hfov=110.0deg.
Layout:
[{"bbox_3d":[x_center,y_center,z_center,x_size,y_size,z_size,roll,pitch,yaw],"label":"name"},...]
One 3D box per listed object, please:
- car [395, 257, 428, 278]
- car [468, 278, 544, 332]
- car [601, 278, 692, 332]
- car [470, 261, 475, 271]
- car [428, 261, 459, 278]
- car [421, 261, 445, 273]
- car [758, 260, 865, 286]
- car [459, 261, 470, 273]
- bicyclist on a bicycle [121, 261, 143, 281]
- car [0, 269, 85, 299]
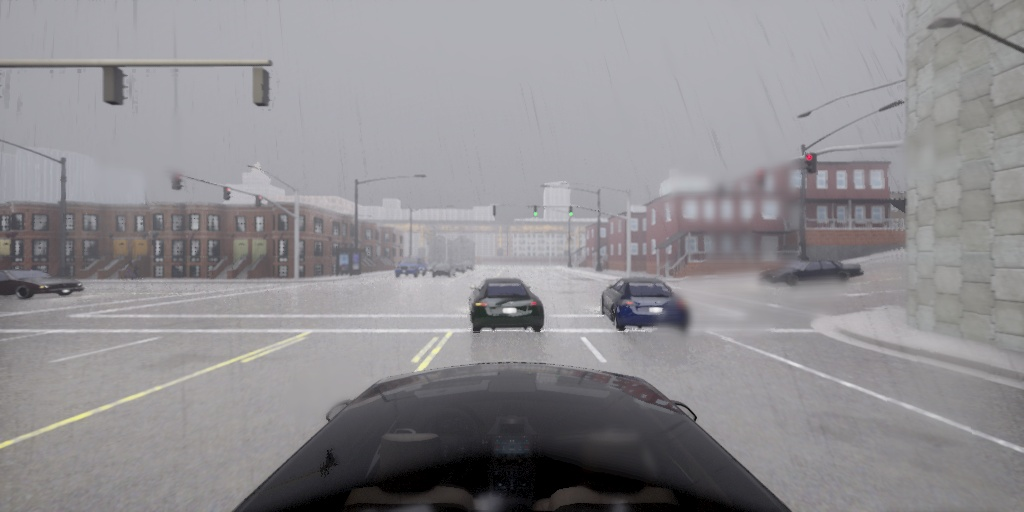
[{"bbox_3d":[-10.583,1.158,37.945,2.150,2.045,5.566,0,0,0],"label":"car"},{"bbox_3d":[-0.325,1.363,11.097,1.994,1.385,4.181,0,0,-8],"label":"car"},{"bbox_3d":[3.981,1.364,11.212,1.994,1.385,4.181,0,0,8],"label":"car"},{"bbox_3d":[-7.034,1.540,57.120,1.837,1.490,4.892,0,0,0],"label":"car"},{"bbox_3d":[-7.085,1.440,37.711,1.837,1.490,4.892,0,0,0],"label":"car"},{"bbox_3d":[-10.571,1.480,48.180,2.128,1.511,4.902,0,0,0],"label":"car"},{"bbox_3d":[18.203,0.959,21.932,5.357,1.411,2.033,-5,0,0],"label":"car"},{"bbox_3d":[-7.078,1.544,46.818,1.994,1.385,4.181,0,0,0],"label":"car"},{"bbox_3d":[-30.809,1.193,29.075,0.582,1.620,1.656,0,0,0],"label":"bicyclist on a bicycle"},{"bbox_3d":[-25.178,1.381,18.104,5.357,1.411,2.033,0,0,0],"label":"car"}]
